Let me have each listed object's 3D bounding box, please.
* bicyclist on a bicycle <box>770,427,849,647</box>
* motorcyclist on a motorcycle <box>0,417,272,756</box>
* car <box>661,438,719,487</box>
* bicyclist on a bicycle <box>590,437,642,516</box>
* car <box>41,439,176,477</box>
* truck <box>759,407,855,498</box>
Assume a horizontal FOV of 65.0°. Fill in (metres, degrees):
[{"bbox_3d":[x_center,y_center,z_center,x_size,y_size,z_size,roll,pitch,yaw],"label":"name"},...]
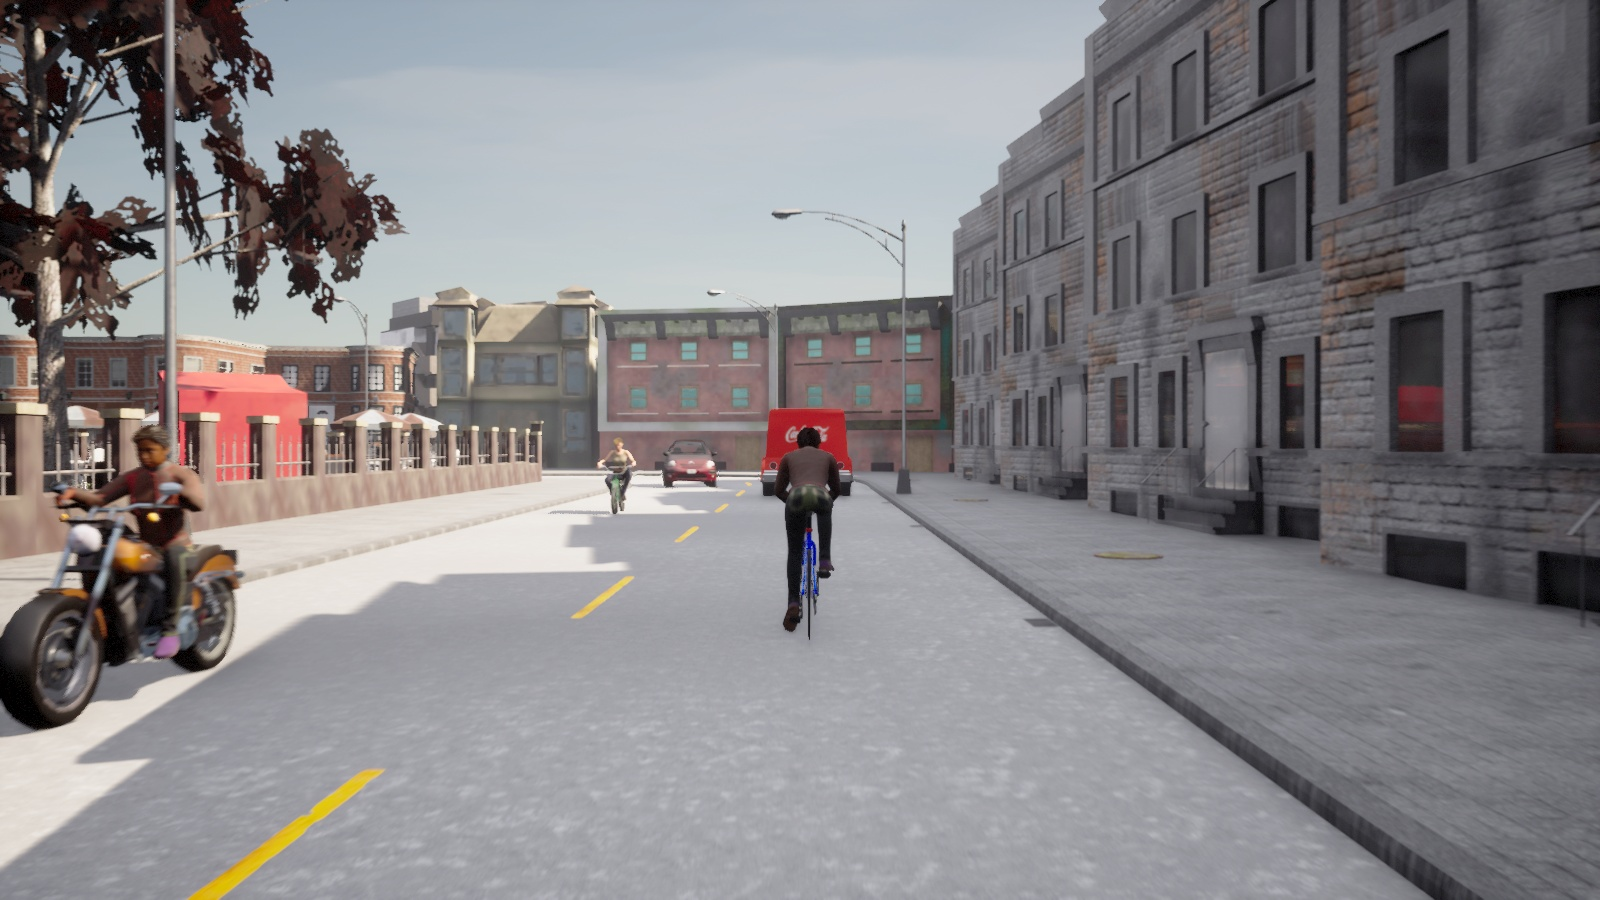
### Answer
[{"bbox_3d":[0.071,0.643,10.082,0.582,1.620,1.656,0,0,0],"label":"bicyclist on a bicycle"},{"bbox_3d":[-3.947,0.653,7.283,0.766,1.649,2.350,0,0,0],"label":"motorcyclist on a motorcycle"},{"bbox_3d":[-3.808,0.399,43.146,1.851,1.617,3.988,0,0,-7],"label":"car"},{"bbox_3d":[-3.842,0.531,26.359,0.866,1.612,1.509,0,0,0],"label":"bicyclist on a bicycle"},{"bbox_3d":[-30.410,0.340,55.338,4.856,1.649,2.033,0,0,1],"label":"car"},{"bbox_3d":[0.204,0.053,36.761,2.627,2.467,5.204,0,0,0],"label":"truck"}]
